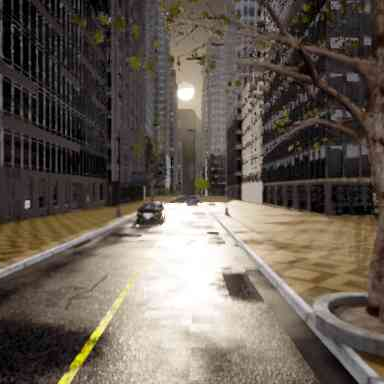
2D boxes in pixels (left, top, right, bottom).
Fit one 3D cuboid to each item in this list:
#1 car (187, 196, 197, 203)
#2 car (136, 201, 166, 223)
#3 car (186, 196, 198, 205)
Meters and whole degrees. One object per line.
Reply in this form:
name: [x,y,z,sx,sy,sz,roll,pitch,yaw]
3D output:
car: [-0.002,1.444,68.810,1.994,1.385,4.181,0,0,0]
car: [-3.013,1.472,25.250,2.128,1.511,4.902,0,0,0]
car: [-0.001,1.453,58.364,1.882,1.535,5.008,0,0,0]
